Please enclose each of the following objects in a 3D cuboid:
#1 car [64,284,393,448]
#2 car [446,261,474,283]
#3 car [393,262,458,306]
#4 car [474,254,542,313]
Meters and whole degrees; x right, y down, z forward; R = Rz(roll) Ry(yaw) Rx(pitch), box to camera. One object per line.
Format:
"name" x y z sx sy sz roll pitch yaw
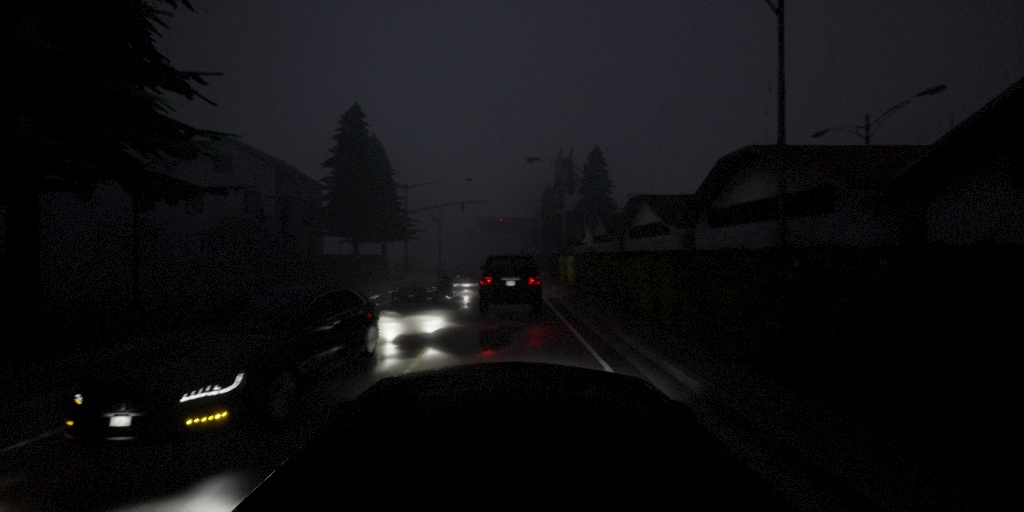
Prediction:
"car" -3.650 1.269 5.729 1.837 1.490 4.892 0 0 -1
"car" -3.958 1.306 28.215 1.994 1.385 4.181 0 0 -1
"car" -3.824 1.231 16.021 1.882 1.535 5.008 0 0 -1
"car" -0.080 0.959 14.022 2.150 2.045 5.566 0 0 -1
